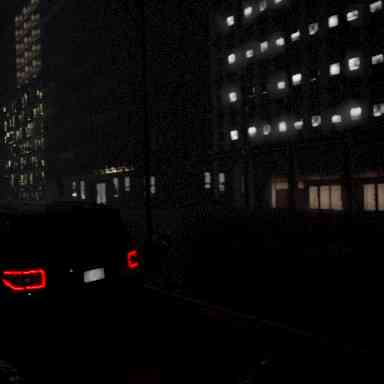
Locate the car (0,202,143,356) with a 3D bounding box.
[{"bbox_3d":[-3.239,1.224,6.279,5.566,2.045,2.150,-1,1,44],"label":"car"}]
